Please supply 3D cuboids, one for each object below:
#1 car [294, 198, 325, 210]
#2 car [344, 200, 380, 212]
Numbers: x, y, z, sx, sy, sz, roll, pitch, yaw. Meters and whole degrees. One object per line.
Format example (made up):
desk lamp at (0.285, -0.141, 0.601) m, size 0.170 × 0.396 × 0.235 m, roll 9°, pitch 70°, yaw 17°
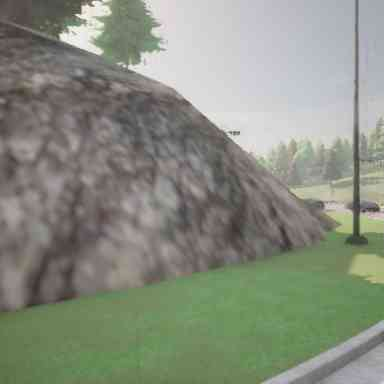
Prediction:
car at (15.282, 1.511, 43.414) m, size 1.837 × 1.490 × 4.892 m, roll 2°, pitch 0°, yaw -16°
car at (19.855, 1.568, 39.004) m, size 1.994 × 1.385 × 4.181 m, roll 0°, pitch 0°, yaw -11°
